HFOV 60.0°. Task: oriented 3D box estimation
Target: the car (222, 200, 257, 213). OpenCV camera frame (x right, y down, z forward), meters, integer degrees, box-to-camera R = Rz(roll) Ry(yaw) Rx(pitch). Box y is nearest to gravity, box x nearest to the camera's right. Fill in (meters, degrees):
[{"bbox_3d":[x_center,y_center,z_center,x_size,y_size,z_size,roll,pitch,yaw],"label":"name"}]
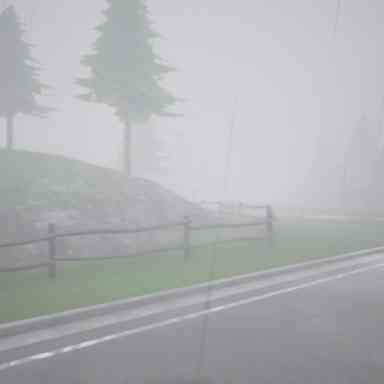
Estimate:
[{"bbox_3d":[5.166,1.535,36.502,1.895,1.301,4.718,0,0,-22],"label":"car"}]
